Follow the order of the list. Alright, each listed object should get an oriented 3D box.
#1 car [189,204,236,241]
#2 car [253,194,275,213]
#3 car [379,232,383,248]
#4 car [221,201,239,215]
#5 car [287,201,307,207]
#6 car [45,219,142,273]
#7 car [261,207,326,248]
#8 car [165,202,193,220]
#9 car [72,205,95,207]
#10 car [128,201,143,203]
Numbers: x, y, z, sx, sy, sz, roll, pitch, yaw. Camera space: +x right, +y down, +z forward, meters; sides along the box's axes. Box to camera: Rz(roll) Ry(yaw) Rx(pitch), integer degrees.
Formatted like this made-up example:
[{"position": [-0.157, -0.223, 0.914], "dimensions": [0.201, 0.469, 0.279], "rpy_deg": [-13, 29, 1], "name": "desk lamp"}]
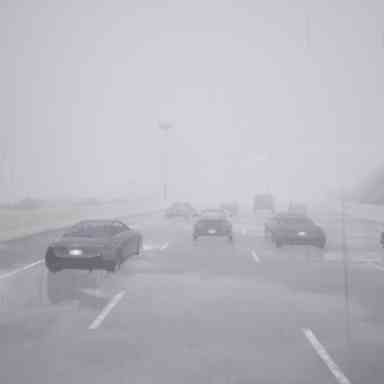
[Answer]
[{"position": [1.093, 1.528, 16.678], "dimensions": [1.812, 1.442, 4.674], "rpy_deg": [0, 0, 6], "name": "car"}, {"position": [7.906, 1.241, 36.402], "dimensions": [2.150, 2.045, 5.566], "rpy_deg": [0, 0, 13], "name": "car"}, {"position": [7.504, 1.619, 9.772], "dimensions": [1.895, 1.301, 4.718], "rpy_deg": [0, 0, 4], "name": "car"}, {"position": [3.873, 1.610, 34.360], "dimensions": [1.895, 1.301, 4.718], "rpy_deg": [0, 0, 12], "name": "car"}, {"position": [11.607, 1.629, 36.877], "dimensions": [1.895, 1.301, 4.718], "rpy_deg": [0, 0, 13], "name": "car"}, {"position": [-2.922, 1.557, 10.731], "dimensions": [1.994, 1.385, 4.181], "rpy_deg": [0, 0, 4], "name": "car"}, {"position": [4.437, 1.575, 14.840], "dimensions": [1.994, 1.385, 4.181], "rpy_deg": [0, 0, 5], "name": "car"}, {"position": [-0.867, 1.546, 28.303], "dimensions": [2.033, 1.411, 5.357], "rpy_deg": [0, 0, 10], "name": "car"}, {"position": [-14.804, 1.512, 47.414], "dimensions": [2.033, 1.411, 5.357], "rpy_deg": [0, 0, 15], "name": "car"}, {"position": [-7.263, 1.548, 48.355], "dimensions": [1.994, 1.385, 4.181], "rpy_deg": [0, 0, 16], "name": "car"}]
